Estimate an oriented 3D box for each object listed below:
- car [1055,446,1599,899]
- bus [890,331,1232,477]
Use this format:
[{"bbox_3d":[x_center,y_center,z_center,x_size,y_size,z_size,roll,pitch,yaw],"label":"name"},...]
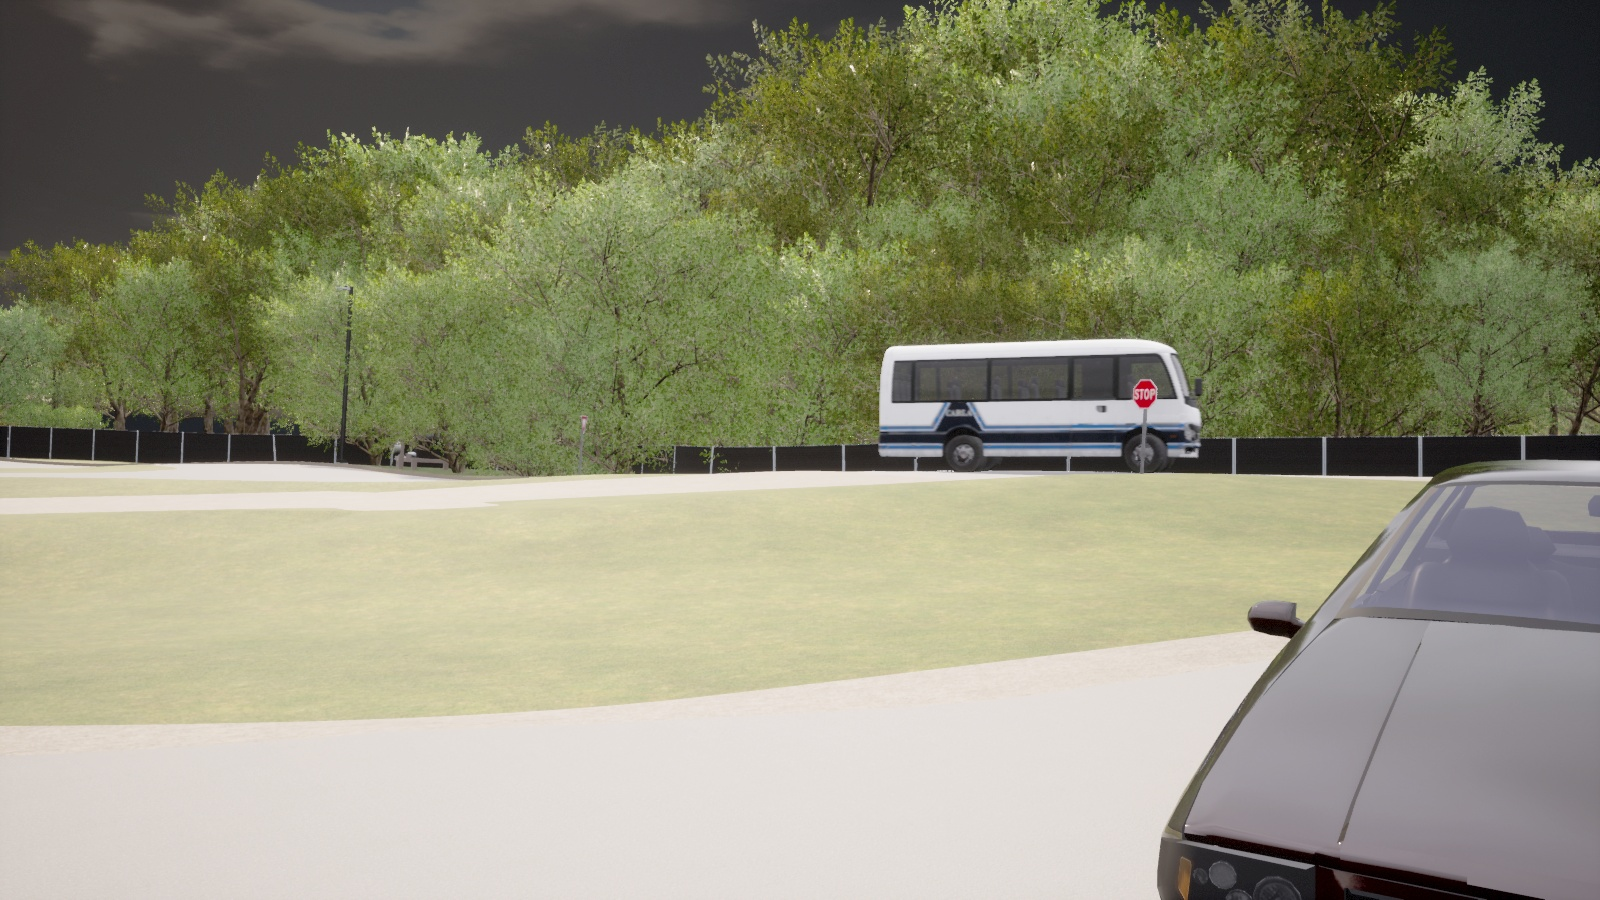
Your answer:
[{"bbox_3d":[2.823,0.751,4.234,2.033,1.411,5.357,2,2,33],"label":"car"},{"bbox_3d":[8.413,-1.355,40.552,10.273,4.253,3.944,0,0,22],"label":"bus"}]
